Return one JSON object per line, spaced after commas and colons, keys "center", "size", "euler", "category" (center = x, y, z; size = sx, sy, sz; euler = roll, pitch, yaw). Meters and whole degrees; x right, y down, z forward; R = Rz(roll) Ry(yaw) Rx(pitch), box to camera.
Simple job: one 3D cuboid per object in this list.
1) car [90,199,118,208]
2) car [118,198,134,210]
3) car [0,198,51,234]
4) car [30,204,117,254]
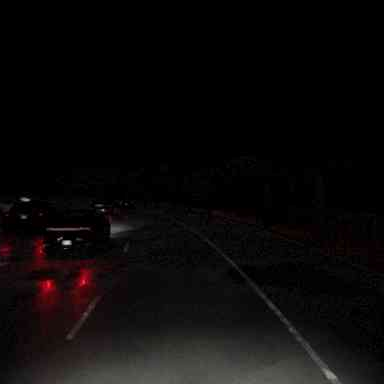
{"center": [-8.564, 1.399, 31.652], "size": [2.128, 1.511, 4.902], "euler": [0, 0, -17], "category": "car"}
{"center": [-8.573, 1.436, 41.625], "size": [1.994, 1.385, 4.181], "euler": [0, 0, -23], "category": "car"}
{"center": [-8.937, 1.303, 18.984], "size": [2.097, 1.767, 4.553], "euler": [0, 0, -11], "category": "car"}
{"center": [-4.465, 1.454, 13.428], "size": [2.128, 1.511, 4.902], "euler": [0, 0, -7], "category": "car"}
